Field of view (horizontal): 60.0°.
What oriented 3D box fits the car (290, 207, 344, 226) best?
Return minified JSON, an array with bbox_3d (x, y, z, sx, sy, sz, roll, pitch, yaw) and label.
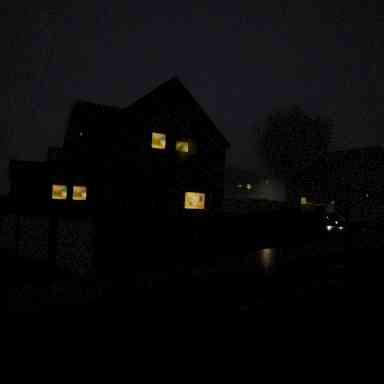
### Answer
[{"bbox_3d":[7.511,1.511,22.847,2.033,1.411,5.357,4,-2,-33],"label":"car"}]
